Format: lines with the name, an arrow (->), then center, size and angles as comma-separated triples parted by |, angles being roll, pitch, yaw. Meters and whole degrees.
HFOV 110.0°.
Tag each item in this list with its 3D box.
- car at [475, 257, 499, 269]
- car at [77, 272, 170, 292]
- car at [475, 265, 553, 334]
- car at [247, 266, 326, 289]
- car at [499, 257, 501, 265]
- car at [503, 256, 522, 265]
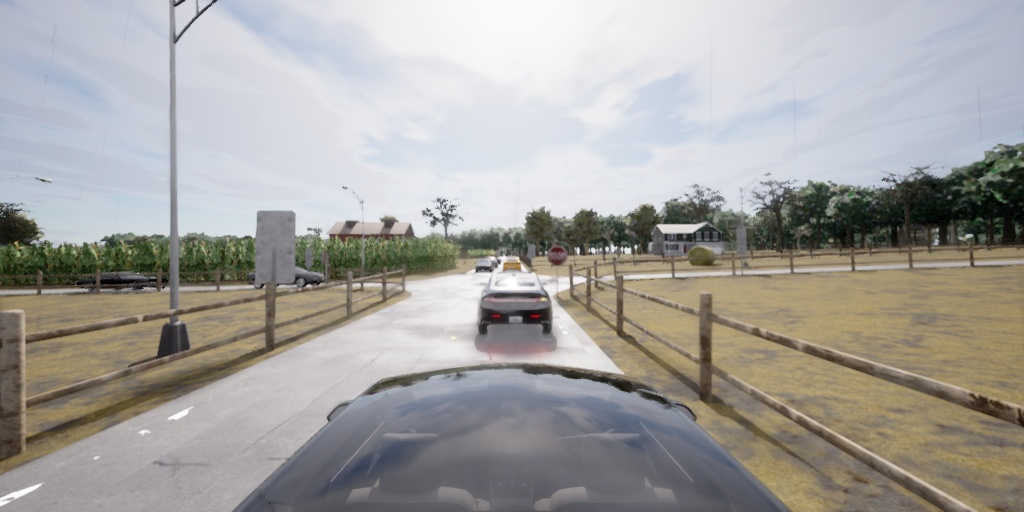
car -> -2.950, 1.015, 39.831 | 2.033, 1.411, 5.357 | 0, 0, 1
car -> -26.365, 1.740, 24.544 | 4.718, 1.301, 1.895 | -1, -2, 0
car -> 0.054, 1.185, 10.393 | 2.128, 1.511, 4.902 | 0, 0, -1
car -> -15.348, 1.409, 24.528 | 4.892, 1.490, 1.837 | -1, -2, 1
car -> -2.918, 0.877, 49.999 | 2.128, 1.511, 4.902 | 0, 1, 0
car -> 0.022, 0.947, 39.570 | 1.882, 1.535, 5.008 | 0, 0, 0
